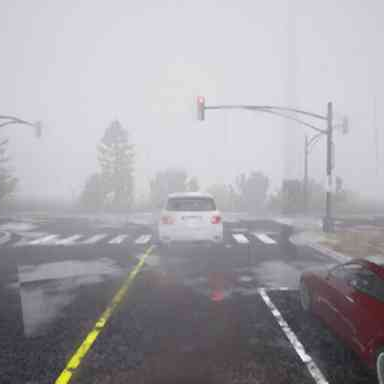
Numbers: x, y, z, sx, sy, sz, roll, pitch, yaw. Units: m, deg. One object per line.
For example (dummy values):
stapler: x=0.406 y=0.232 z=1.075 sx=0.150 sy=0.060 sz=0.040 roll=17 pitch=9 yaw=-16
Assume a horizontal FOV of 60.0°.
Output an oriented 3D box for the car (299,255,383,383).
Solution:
car: x=2.809 y=1.512 z=4.529 sx=1.802 sy=1.307 sz=4.206 roll=-1 pitch=1 yaw=0

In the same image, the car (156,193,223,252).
car: x=-0.206 y=1.030 z=13.077 sx=2.150 sy=2.045 sz=5.566 roll=0 pitch=0 yaw=-5
